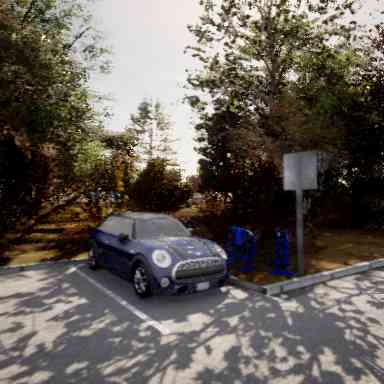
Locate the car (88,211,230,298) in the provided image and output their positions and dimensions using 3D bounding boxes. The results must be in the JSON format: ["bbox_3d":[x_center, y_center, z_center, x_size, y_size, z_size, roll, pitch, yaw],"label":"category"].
[{"bbox_3d":[-1.060,1.365,8.756,2.185,1.767,4.553,1,-1,-36],"label":"car"}]
